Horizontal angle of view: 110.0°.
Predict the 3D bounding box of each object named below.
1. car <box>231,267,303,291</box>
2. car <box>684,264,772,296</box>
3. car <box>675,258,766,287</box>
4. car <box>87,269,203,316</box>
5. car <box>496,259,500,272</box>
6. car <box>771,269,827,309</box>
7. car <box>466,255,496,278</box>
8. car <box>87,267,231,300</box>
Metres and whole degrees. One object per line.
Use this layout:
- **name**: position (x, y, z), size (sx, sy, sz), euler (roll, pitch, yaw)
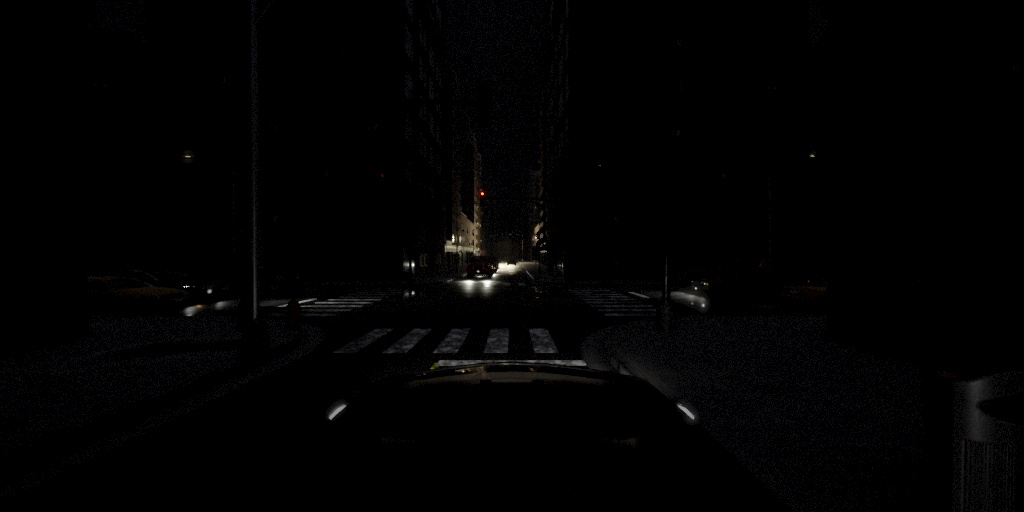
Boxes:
- **car**: position (-14.566, 1.308, 20.933), size (4.313, 1.339, 1.948), euler (0, 0, 0)
- **car**: position (12.137, 1.276, 18.369), size (5.357, 1.411, 2.033), euler (0, 0, 3)
- **car**: position (12.317, 1.031, 20.945), size (5.009, 1.841, 2.192), euler (0, 0, 0)
- **car**: position (-14.402, 1.305, 12.908), size (4.829, 1.417, 1.751), euler (0, 0, 0)
- **car**: position (-2.922, 0.956, 43.903), size (2.150, 2.045, 5.566), euler (0, 0, 0)
- **car**: position (12.482, 1.280, 12.920), size (4.829, 1.417, 1.751), euler (0, 0, 0)
- **car**: position (-2.906, 0.963, 33.514), size (2.150, 2.045, 5.566), euler (0, 0, 0)
- **car**: position (-15.480, 1.260, 15.433), size (4.902, 1.511, 2.128), euler (0, 0, 0)
